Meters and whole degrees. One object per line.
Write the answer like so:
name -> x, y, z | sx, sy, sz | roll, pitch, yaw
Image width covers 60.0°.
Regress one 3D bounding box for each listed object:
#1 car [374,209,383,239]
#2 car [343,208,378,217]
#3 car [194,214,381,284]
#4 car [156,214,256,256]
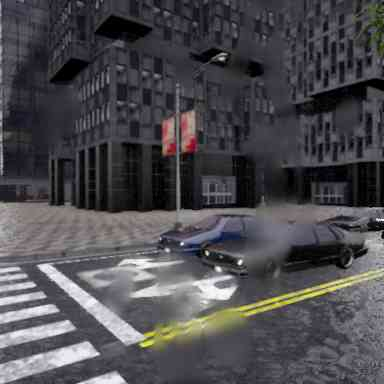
car -> 10.448, 1.591, 15.110 | 4.181, 1.385, 1.994 | 0, 0, -35
car -> 9.557, 1.578, 18.471 | 5.357, 1.411, 2.033 | 0, 0, -35
car -> 2.931, 1.553, 9.732 | 5.357, 1.411, 2.033 | 0, 0, -32
car -> 1.352, 1.553, 12.629 | 5.357, 1.411, 2.033 | 0, 0, -35
